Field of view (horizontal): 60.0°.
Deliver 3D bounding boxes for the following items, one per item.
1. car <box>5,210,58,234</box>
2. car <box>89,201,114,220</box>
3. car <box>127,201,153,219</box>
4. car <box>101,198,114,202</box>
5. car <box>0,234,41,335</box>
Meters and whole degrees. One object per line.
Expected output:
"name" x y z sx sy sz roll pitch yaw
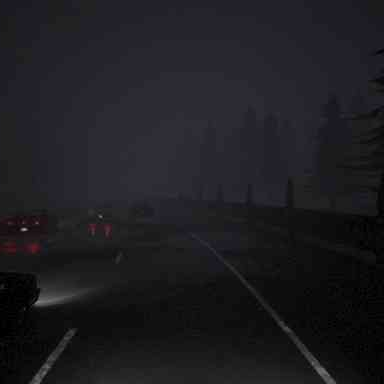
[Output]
"car" -9.191 1.673 19.529 1.895 1.301 4.718 0 0 -11
"car" -8.036 1.696 29.093 1.895 1.301 4.718 0 0 -16
"car" -4.808 1.571 30.574 1.882 1.535 5.008 0 0 -17
"car" -13.994 1.656 54.762 1.882 1.535 5.008 0 0 -22
"car" -3.614 1.566 3.688 2.033 1.411 5.357 0 0 -3
